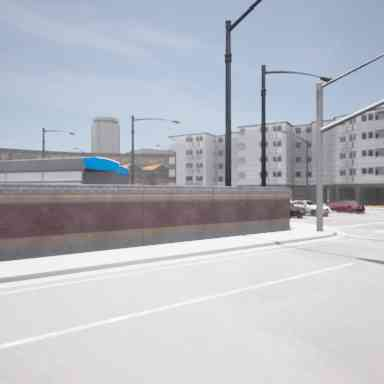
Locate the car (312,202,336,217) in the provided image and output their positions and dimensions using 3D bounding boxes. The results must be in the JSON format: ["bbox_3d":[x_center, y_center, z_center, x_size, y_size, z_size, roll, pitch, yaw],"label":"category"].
[{"bbox_3d":[10.791,1.519,31.646,1.812,1.442,4.674,0,0,-36],"label":"car"}]

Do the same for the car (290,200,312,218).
[{"bbox_3d":[7.848,1.499,29.721,1.837,1.490,4.892,0,0,-35],"label":"car"}]

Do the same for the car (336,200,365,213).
[{"bbox_3d":[16.444,1.555,36.157,1.994,1.385,4.181,0,0,-34],"label":"car"}]
